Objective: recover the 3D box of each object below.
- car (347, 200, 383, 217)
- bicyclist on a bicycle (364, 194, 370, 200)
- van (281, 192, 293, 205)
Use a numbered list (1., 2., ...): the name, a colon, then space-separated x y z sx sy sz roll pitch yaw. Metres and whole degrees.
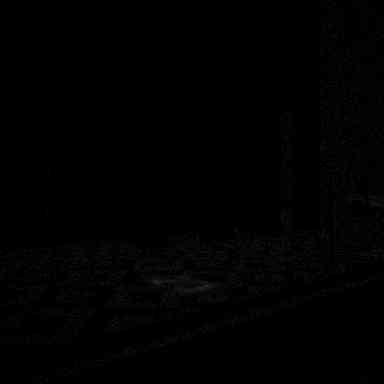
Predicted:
1. car: 14.771 1.366 28.275 2.008 1.369 4.403 1 0 -36
2. bicyclist on a bicycle: 20.789 1.029 39.608 1.656 1.620 0.582 0 1 -36
3. van: 12.199 0.930 46.548 1.690 1.788 3.998 1 0 -36
